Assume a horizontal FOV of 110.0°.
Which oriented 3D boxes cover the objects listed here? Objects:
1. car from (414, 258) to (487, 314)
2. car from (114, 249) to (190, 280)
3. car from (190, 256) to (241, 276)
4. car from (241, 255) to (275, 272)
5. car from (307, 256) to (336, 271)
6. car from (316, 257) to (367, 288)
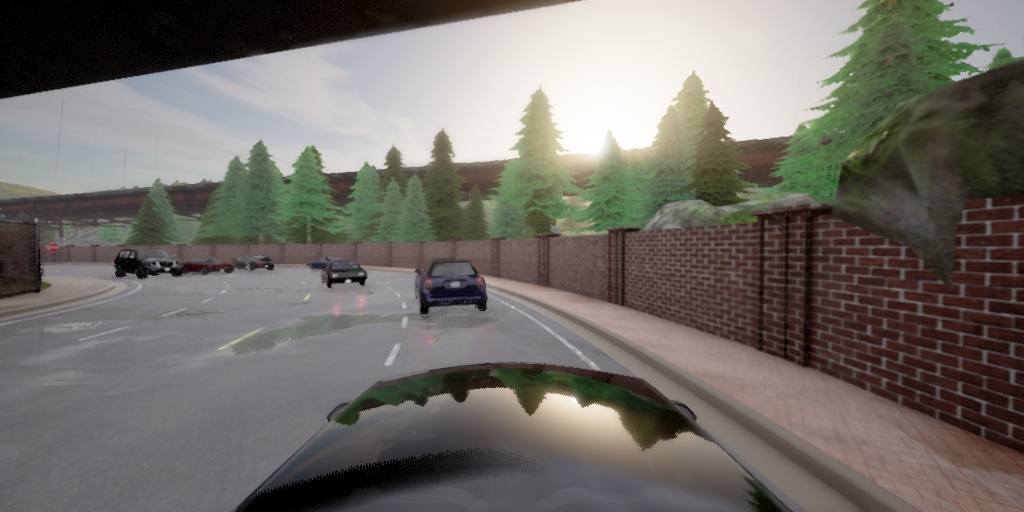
[{"bbox_3d":[-2.345,0.841,12.869,2.097,1.767,4.553,-1,2,-17],"label":"car"},{"bbox_3d":[-25.666,0.519,25.318,5.566,2.045,2.150,0,1,26],"label":"car"},{"bbox_3d":[-24.090,0.817,28.376,4.718,1.301,1.895,0,2,26],"label":"car"},{"bbox_3d":[-23.284,0.629,31.991,4.892,1.490,1.837,0,1,27],"label":"car"},{"bbox_3d":[-16.311,0.692,31.950,4.718,1.301,1.895,1,2,36],"label":"car"},{"bbox_3d":[-9.518,0.949,20.058,1.895,1.301,4.718,-1,2,-33],"label":"car"}]
